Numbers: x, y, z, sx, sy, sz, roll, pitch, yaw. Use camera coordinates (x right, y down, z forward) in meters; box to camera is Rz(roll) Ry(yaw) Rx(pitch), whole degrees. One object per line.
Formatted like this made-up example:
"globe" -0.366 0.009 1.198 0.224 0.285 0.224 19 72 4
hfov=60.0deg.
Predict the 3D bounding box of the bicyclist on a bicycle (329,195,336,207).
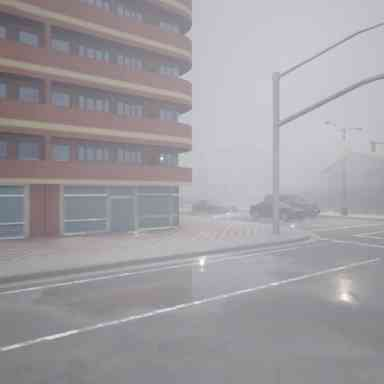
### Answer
"bicyclist on a bicycle" 19.354 1.301 45.898 1.656 1.620 0.582 0 0 -35

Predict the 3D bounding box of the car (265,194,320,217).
"car" 8.854 1.221 30.344 2.150 2.045 5.566 0 0 -34

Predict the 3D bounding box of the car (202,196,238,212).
"car" 3.315 1.526 38.390 1.812 1.442 4.674 0 0 -35

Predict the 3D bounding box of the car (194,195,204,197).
"car" 0.787 1.352 62.494 2.097 1.767 4.553 0 0 -35

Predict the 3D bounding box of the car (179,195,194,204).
"car" -2.064 1.526 60.548 1.812 1.442 4.674 0 0 -34

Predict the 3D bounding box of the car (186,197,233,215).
"car" 1.745 1.525 34.489 1.812 1.442 4.674 0 0 -35

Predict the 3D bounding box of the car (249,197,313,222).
"car" 6.867 1.478 27.014 1.882 1.535 5.008 0 0 -34
